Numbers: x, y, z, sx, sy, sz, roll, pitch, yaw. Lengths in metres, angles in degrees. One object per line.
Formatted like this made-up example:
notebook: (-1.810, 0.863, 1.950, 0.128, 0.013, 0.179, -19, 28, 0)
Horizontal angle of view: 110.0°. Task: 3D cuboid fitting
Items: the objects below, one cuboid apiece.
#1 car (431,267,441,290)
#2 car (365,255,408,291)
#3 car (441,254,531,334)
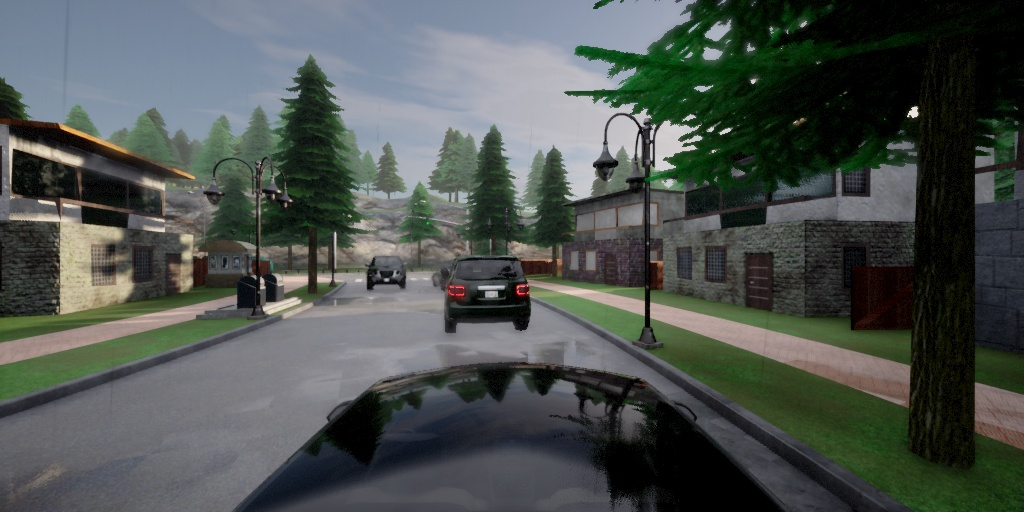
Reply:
car: (-3.726, 1.298, 22.128, 2.033, 1.411, 5.357, 0, 0, -21)
car: (-7.741, 0.973, 22.180, 2.150, 2.045, 5.566, 0, 0, -19)
car: (-0.936, 0.972, 10.865, 2.150, 2.045, 5.566, 0, 0, -10)
